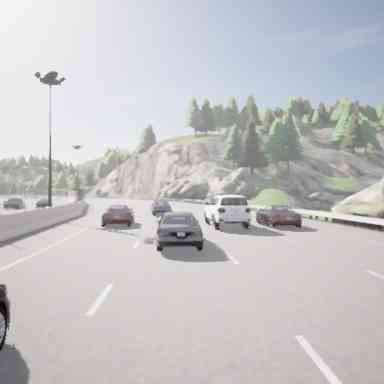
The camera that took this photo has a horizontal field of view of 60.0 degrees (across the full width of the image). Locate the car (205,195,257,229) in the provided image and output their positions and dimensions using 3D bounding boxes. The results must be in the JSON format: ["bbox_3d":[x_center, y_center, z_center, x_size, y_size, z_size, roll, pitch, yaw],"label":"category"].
[{"bbox_3d":[2.179,1.221,21.589,2.150,2.045,5.566,0,0,-7],"label":"car"}]

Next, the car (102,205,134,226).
[{"bbox_3d":[-5.129,1.579,23.366,1.994,1.385,4.181,0,0,-8],"label":"car"}]

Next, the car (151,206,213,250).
[{"bbox_3d":[-0.593,1.552,14.299,2.033,1.411,5.357,0,0,-5],"label":"car"}]

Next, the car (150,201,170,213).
[{"bbox_3d":[-3.162,1.560,33.430,2.033,1.411,5.357,0,0,-11],"label":"car"}]

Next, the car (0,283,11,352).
[{"bbox_3d":[-3.522,1.485,2.826,1.882,1.535,5.008,0,0,-1],"label":"car"}]

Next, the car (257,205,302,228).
[{"bbox_3d":[5.616,1.557,22.049,1.994,1.385,4.181,0,0,-6],"label":"car"}]
